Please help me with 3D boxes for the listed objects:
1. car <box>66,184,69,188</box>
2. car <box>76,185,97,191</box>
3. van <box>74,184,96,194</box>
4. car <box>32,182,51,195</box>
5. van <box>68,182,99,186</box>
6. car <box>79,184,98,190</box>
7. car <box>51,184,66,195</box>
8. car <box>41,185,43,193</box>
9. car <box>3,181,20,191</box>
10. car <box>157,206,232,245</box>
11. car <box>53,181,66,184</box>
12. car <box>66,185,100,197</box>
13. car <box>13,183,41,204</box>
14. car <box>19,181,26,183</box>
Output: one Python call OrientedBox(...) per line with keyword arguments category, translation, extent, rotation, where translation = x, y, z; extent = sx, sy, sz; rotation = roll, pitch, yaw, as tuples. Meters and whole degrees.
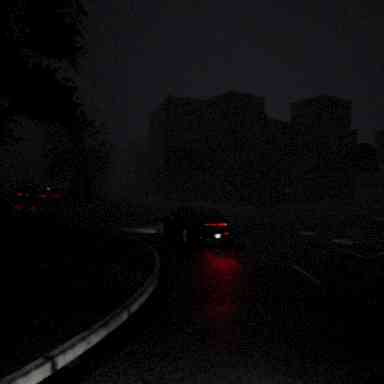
OrientedBox(category="car", translation=(-20.626, -0.424, 63.751), extent=(5.566, 2.045, 2.435), rotation=(1, 2, -18))
OrientedBox(category="car", translation=(-26.709, -1.046, 84.576), extent=(4.892, 1.521, 2.231), rotation=(1, 2, -13))
OrientedBox(category="van", translation=(-22.983, -0.710, 71.447), extent=(4.442, 1.987, 1.878), rotation=(1, 2, -17))
OrientedBox(category="car", translation=(-28.453, -0.471, 62.507), extent=(2.097, 1.767, 4.553), rotation=(1, 2, -18))
OrientedBox(category="van", translation=(-19.888, -0.300, 61.106), extent=(4.442, 1.987, 1.878), rotation=(1, 2, -19))
OrientedBox(category="car", translation=(-28.011, -1.257, 90.007), extent=(4.792, 1.488, 2.163), rotation=(1, 2, -12))
OrientedBox(category="car", translation=(-25.688, -0.291, 63.703), extent=(1.837, 1.490, 4.892), rotation=(1, 2, -18))
OrientedBox(category="car", translation=(-24.429, 0.131, 50.813), extent=(1.837, 1.490, 4.892), rotation=(1, 2, -19))
OrientedBox(category="car", translation=(-41.687, -1.143, 76.164), extent=(2.097, 1.535, 5.008), rotation=(1, 2, -14))
OrientedBox(category="car", translation=(-0.034, 1.382, 14.921), extent=(1.837, 1.490, 4.892), rotation=(3, 0, -25))
OrientedBox(category="car", translation=(-28.735, -1.099, 73.616), extent=(2.150, 2.045, 5.566), rotation=(1, 2, -15))
OrientedBox(category="car", translation=(-18.039, 0.129, 55.925), extent=(4.892, 1.521, 2.231), rotation=(1, 2, -19))
OrientedBox(category="car", translation=(-19.309, 0.304, 38.850), extent=(2.150, 2.045, 5.566), rotation=(1, 2, -27))
OrientedBox(category="car", translation=(-43.015, -1.336, 81.490), extent=(2.163, 1.488, 4.792), rotation=(1, 2, -13))
